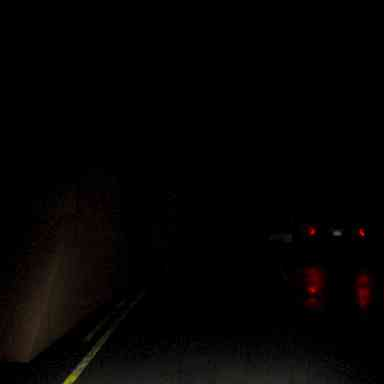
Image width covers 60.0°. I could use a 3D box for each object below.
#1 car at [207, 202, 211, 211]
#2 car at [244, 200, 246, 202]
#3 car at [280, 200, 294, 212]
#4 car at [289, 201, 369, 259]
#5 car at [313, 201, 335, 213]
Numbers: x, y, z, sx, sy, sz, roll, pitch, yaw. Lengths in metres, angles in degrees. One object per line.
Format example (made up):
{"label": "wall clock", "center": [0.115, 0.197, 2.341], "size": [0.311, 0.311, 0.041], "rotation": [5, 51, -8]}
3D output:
{"label": "car", "center": [0.678, 1.662, 42.056], "size": [1.882, 1.535, 5.008], "rotation": [0, -1, 28]}
{"label": "car", "center": [7.991, 1.841, 48.053], "size": [1.895, 1.301, 4.718], "rotation": [0, 0, 30]}
{"label": "car", "center": [12.149, 1.751, 40.690], "size": [1.812, 1.442, 4.674], "rotation": [0, 0, 29]}
{"label": "car", "center": [5.291, 1.431, 13.277], "size": [2.097, 1.767, 4.553], "rotation": [0, 0, 11]}
{"label": "car", "center": [16.177, 1.804, 40.712], "size": [1.994, 1.385, 4.181], "rotation": [0, 0, 29]}
